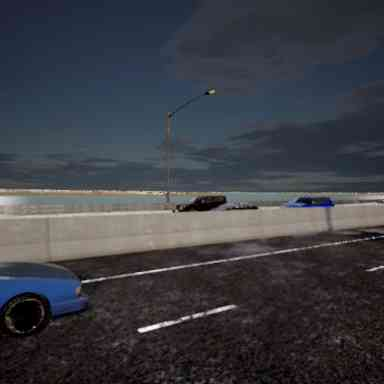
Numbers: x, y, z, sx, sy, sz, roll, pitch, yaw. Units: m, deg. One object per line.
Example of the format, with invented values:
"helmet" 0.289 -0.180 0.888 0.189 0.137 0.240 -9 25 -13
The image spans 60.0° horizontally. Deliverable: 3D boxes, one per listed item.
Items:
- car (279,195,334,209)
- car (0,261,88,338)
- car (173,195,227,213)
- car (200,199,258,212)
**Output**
"car" 9.697 1.320 27.996 5.566 2.045 2.150 0 0 -35
"car" -4.421 1.548 4.886 5.357 1.411 2.033 0 0 -36
"car" 0.953 1.304 30.407 5.566 2.045 2.150 0 0 -35
"car" 3.461 1.574 27.890 4.902 1.511 2.128 0 0 -35
